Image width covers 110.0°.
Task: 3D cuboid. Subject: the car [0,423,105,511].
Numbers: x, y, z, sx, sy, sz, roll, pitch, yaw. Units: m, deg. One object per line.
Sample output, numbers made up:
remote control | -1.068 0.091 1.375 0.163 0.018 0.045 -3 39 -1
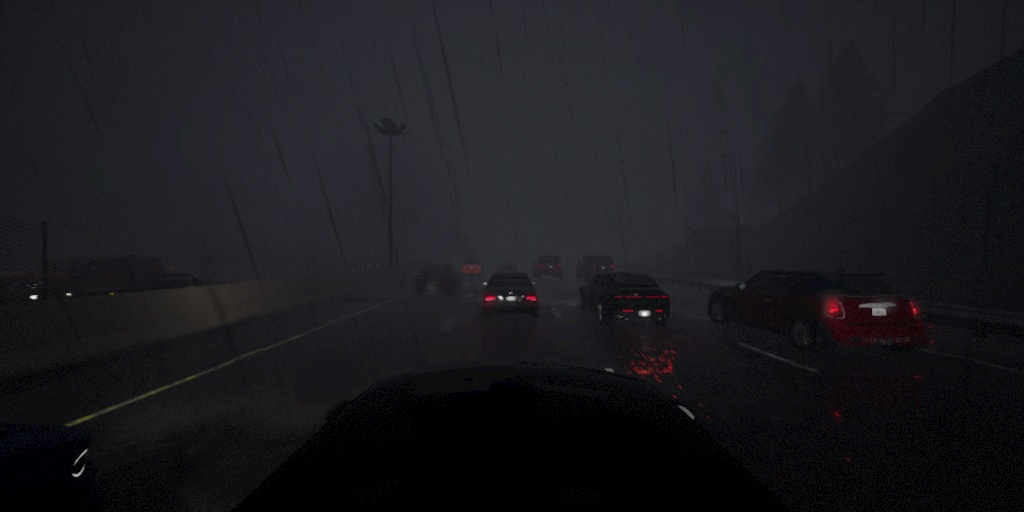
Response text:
car | -3.476 1.235 0.100 1.882 1.535 5.008 0 0 0

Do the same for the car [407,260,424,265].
car | -14.982 1.343 55.919 2.033 1.411 5.357 0 0 0

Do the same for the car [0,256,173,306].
car | -17.809 1.012 15.138 2.150 2.045 5.566 0 0 -1

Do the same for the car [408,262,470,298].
car | -3.673 1.253 18.671 2.128 1.511 4.902 0 0 -1

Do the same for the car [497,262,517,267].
car | -0.481 1.285 35.809 1.812 1.442 4.674 0 0 -1

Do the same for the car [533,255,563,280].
car | 3.101 0.972 31.755 2.150 2.045 5.566 0 0 -1

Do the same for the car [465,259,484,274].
car | -3.989 1.119 36.922 2.097 1.767 4.553 0 0 -1

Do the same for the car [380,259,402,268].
car | -18.480 1.328 55.842 1.812 1.442 4.674 0 0 0

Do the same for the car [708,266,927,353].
car | 6.967 1.089 8.967 2.097 1.767 4.553 0 0 -1

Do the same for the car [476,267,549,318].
car | -0.072 1.300 13.023 2.033 1.411 5.357 0 0 -1

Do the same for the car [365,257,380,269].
car | -22.021 1.315 59.149 1.837 1.490 4.892 0 0 0

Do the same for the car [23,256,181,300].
car | -21.382 1.024 19.221 2.150 2.045 5.566 0 0 -1

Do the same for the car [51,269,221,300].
car | -14.293 1.385 14.263 1.895 1.301 4.718 0 0 -1

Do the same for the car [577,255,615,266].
car | 6.651 0.963 28.994 2.150 2.045 5.566 0 0 -1

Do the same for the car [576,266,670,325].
car | 3.435 1.250 11.788 1.837 1.490 4.892 0 0 -1
